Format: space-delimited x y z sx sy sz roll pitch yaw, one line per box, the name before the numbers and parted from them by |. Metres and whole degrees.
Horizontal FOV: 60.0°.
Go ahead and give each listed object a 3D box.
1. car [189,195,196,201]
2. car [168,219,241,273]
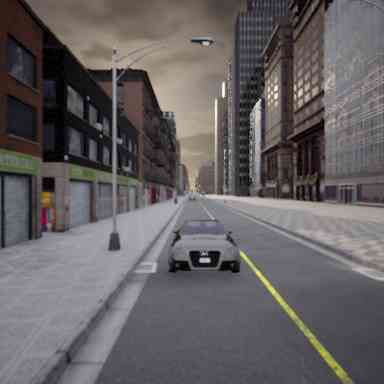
car | 0.181 1.581 84.547 1.882 1.535 5.008 0 0 0
car | 0.336 1.572 10.574 1.994 1.385 4.181 0 0 0
